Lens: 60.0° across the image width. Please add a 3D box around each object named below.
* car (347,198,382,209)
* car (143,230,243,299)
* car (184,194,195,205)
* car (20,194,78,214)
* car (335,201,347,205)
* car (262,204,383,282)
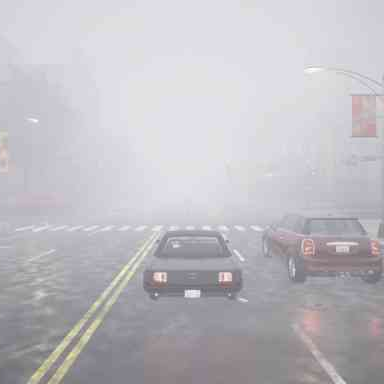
[{"bbox_3d":[22.619,1.564,42.458,4.181,1.385,1.994,0,0,0],"label":"car"},{"bbox_3d":[0.015,1.601,8.393,1.895,1.301,4.718,0,0,0],"label":"car"},{"bbox_3d":[-0.461,1.505,59.757,1.837,1.490,4.892,0,0,0],"label":"car"},{"bbox_3d":[-14.805,1.224,34.592,5.566,2.045,2.150,0,0,-8],"label":"car"},{"bbox_3d":[22.699,1.547,45.958,5.357,1.411,2.033,0,0,0],"label":"car"},{"bbox_3d":[3.507,1.352,9.873,2.097,1.767,4.553,0,0,0],"label":"car"}]
